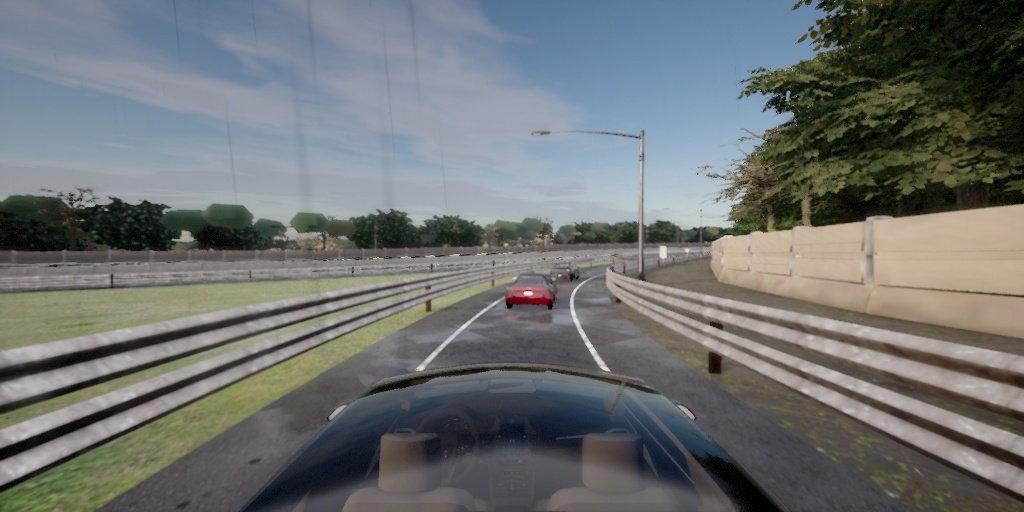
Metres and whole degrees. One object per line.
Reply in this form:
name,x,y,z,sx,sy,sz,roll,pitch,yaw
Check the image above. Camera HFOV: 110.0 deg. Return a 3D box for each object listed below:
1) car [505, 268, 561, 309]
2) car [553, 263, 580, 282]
car,0.956,1.419,15.802,1.994,1.385,4.181,0,0,9
car,4.502,1.292,29.989,2.128,1.511,4.902,1,1,19
